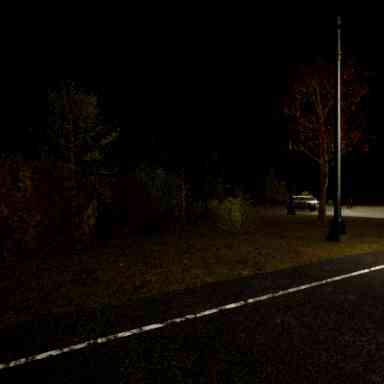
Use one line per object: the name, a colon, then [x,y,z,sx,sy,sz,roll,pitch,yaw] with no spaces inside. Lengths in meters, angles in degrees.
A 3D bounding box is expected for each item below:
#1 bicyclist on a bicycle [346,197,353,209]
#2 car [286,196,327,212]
bicyclist on a bicycle: [22.203,1.571,46.805,1.656,1.620,0.582,0,0,-31]
car: [15.034,1.538,43.977,2.150,2.045,5.566,-2,0,-31]
